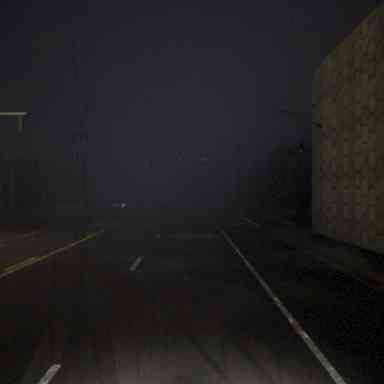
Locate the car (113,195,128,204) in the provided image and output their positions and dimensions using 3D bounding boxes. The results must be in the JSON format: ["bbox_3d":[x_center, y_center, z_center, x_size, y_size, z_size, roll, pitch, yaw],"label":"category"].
[{"bbox_3d":[-14.001,1.446,65.253,2.097,1.767,4.553,0,0,0],"label":"car"}]
